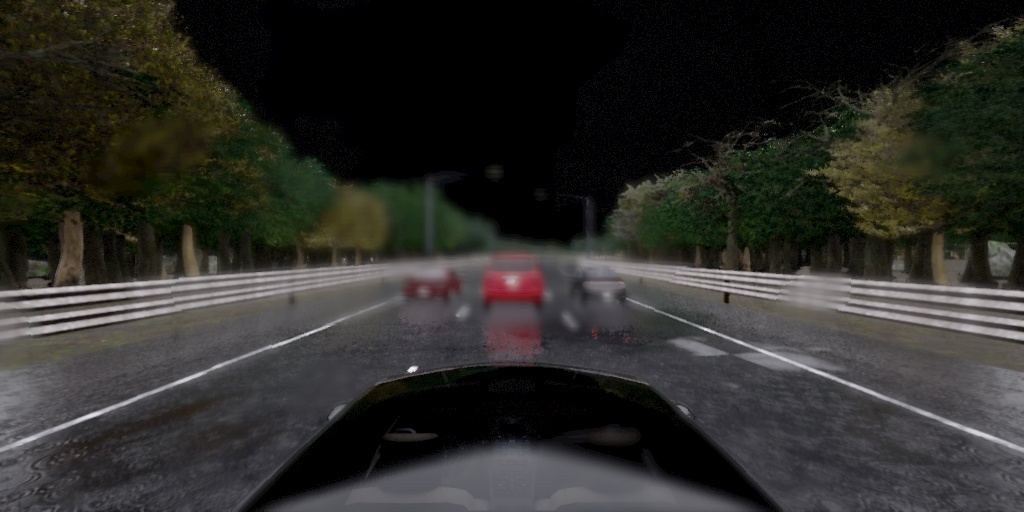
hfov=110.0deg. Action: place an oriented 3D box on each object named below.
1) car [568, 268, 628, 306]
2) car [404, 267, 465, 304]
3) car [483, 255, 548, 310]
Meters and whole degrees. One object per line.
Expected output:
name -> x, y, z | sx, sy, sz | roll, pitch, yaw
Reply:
car -> 3.596, 1.242, 15.620 | 2.128, 1.511, 4.902 | 0, 0, 1
car -> -3.387, 1.226, 16.416 | 1.882, 1.535, 5.008 | 0, 0, 1
car -> 0.073, 0.974, 14.713 | 2.150, 2.045, 5.566 | 0, 0, 1
